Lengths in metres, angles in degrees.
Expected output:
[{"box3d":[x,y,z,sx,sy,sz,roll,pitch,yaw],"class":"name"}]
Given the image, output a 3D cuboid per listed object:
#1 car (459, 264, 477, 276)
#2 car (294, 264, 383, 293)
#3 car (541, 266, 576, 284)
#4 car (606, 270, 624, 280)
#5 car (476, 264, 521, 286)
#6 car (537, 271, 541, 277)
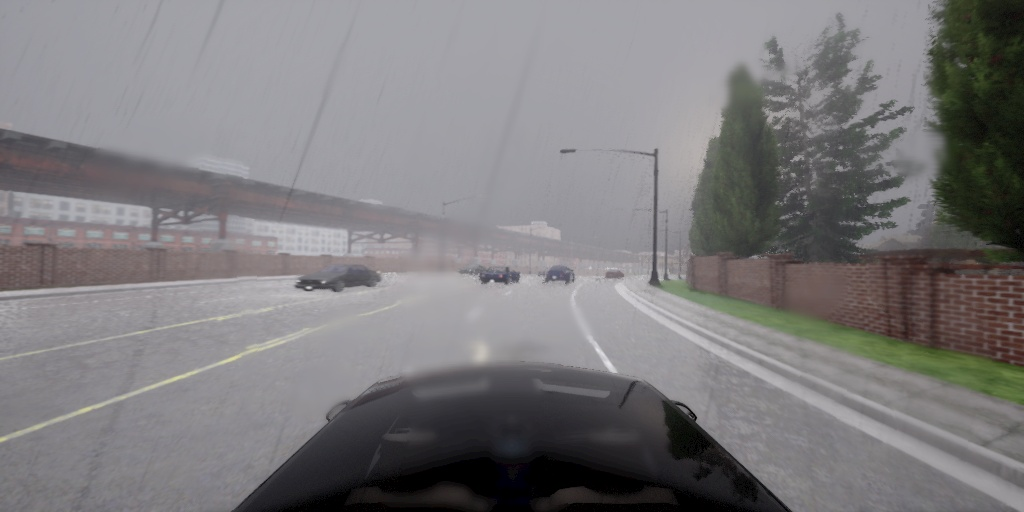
[{"box3d":[-4.924,1.761,45.733,1.837,1.490,4.892,1,-2,23],"class":"car"},{"box3d":[-9.094,1.128,19.437,2.033,1.411,5.357,1,0,9],"class":"car"},{"box3d":[4.061,1.523,29.822,1.812,1.442,4.674,0,-1,18],"class":"car"},{"box3d":[16.370,2.927,56.813,1.882,1.535,5.008,0,-3,31],"class":"car"},{"box3d":[-0.741,1.421,26.272,1.895,1.301,4.718,1,-1,15],"class":"car"},{"box3d":[5.763,2.747,59.098,1.994,1.385,4.181,1,-3,30],"class":"car"}]
